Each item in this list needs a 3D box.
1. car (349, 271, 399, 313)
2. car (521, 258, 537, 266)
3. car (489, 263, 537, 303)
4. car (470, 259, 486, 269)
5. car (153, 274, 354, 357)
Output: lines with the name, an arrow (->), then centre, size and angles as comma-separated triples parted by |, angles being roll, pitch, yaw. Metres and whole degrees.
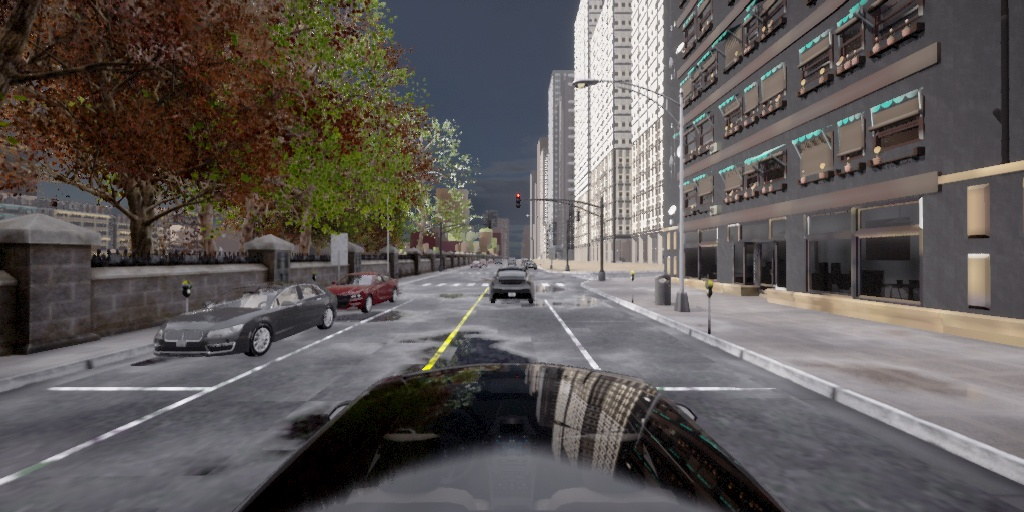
car -> -5.820, 1.296, 13.976 | 1.888, 1.381, 4.507 | 0, 0, 0
car -> 2.689, 1.343, 51.894 | 1.948, 1.339, 4.313 | 0, 0, 0
car -> 0.001, 1.269, 16.501 | 1.837, 1.490, 4.892 | 0, 0, 0
car -> -5.691, 1.365, 57.526 | 1.802, 1.307, 4.207 | 0, 0, 0
car -> -5.769, 1.299, 8.436 | 2.007, 1.370, 4.403 | 0, 0, 0
